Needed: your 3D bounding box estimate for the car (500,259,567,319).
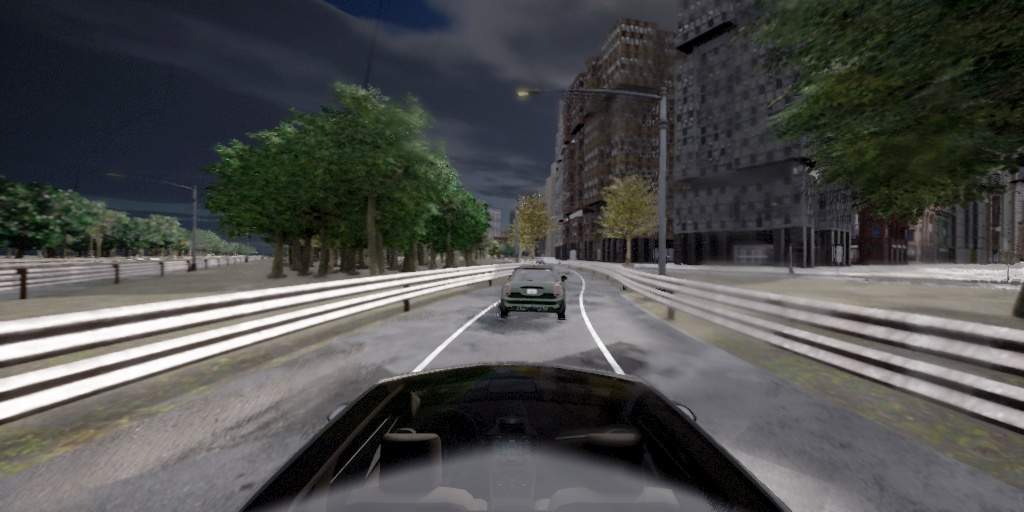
[{"bbox_3d":[0.917,1.107,13.076,2.097,1.767,4.553,1,0,8],"label":"car"}]
